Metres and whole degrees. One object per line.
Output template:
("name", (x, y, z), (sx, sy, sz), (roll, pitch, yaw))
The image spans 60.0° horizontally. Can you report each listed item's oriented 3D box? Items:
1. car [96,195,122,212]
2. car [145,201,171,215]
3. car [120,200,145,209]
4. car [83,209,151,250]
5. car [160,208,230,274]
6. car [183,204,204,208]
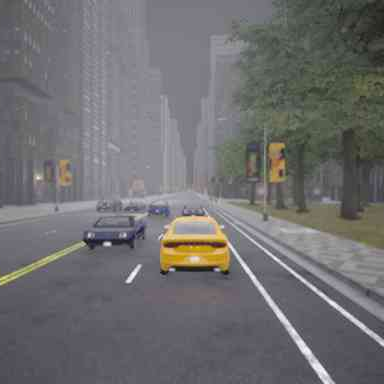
("car", (-9.835, 1.340, 40.050), (2.150, 2.045, 5.566), (0, 0, 0))
("car", (-3.148, 1.580, 32.860), (1.882, 1.535, 5.008), (0, 0, 0))
("car", (-6.588, 1.717, 38.683), (1.895, 1.301, 4.718), (0, 0, 0))
("car", (-3.154, 1.658, 14.663), (1.895, 1.301, 4.718), (0, 0, 0))
("car", (0.084, 1.523, 10.792), (1.882, 1.535, 5.008), (0, 0, 0))
("car", (0.098, 1.695, 29.756), (1.895, 1.301, 4.718), (0, 0, 0))
